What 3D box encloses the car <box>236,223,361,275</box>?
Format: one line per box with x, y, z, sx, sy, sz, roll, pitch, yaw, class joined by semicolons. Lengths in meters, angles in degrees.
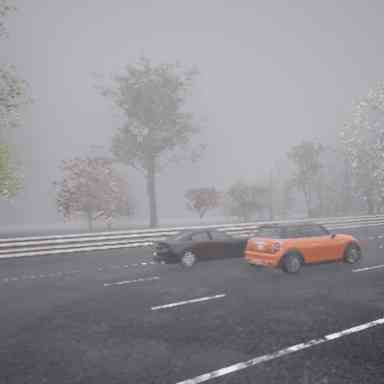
4.276;1.945;12.729;4.553;1.767;2.097;0;-4;-28;car

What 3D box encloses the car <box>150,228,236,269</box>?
0.648;2.350;14.717;5.008;1.535;1.882;0;-4;-28;car
